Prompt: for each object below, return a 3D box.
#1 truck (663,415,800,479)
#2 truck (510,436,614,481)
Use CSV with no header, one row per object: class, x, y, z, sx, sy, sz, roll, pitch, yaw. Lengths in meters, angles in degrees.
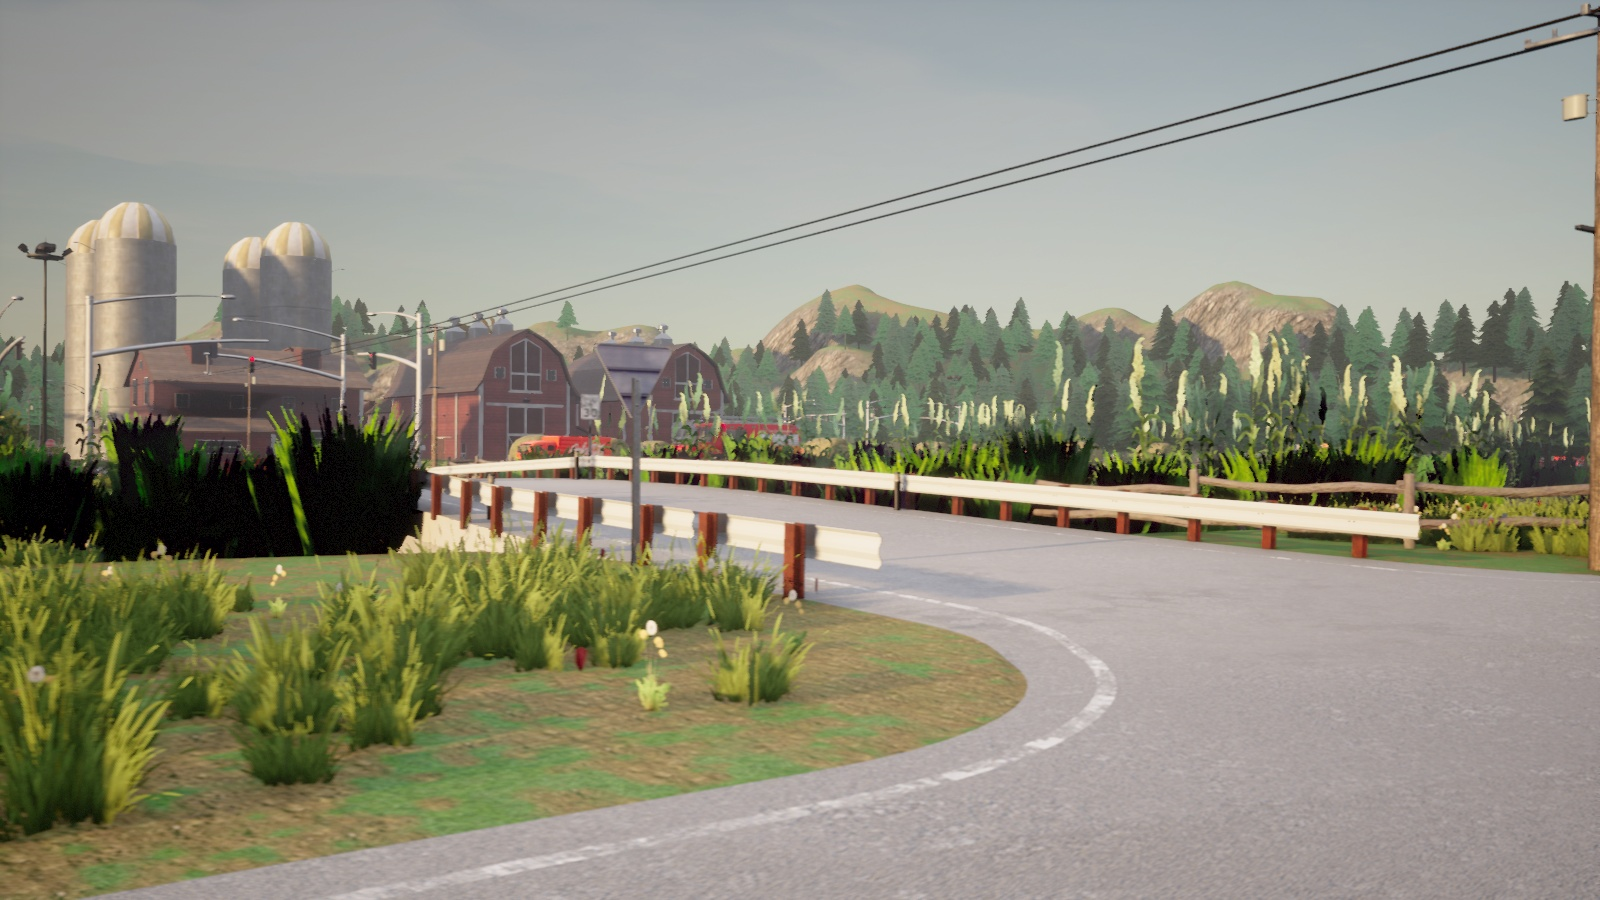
truck,-4.250,-0.177,79.268,8.468,3.827,2.891,0,0,-38
truck,-13.615,0.481,71.890,5.204,2.467,2.627,0,0,-38
